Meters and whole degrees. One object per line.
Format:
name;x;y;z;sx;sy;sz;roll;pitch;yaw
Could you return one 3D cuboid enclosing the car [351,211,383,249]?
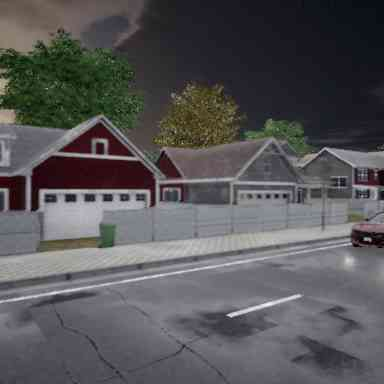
car;8.525;1.482;13.721;5.008;1.535;1.882;0;0;-35
